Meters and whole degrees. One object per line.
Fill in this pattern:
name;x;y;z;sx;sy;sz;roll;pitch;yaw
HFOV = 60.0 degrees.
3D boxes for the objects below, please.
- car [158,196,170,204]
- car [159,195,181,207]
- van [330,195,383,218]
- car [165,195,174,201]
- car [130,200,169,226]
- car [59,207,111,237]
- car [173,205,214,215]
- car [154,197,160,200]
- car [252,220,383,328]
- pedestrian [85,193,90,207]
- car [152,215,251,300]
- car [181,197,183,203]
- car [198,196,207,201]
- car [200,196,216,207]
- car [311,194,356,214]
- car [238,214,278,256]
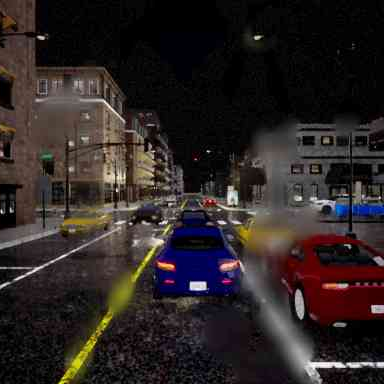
car;-5.710;1.594;67.942;2.008;1.369;4.403;0;0;0
car;-2.970;1.508;45.521;2.128;1.511;4.902;0;0;-3
van;14.652;1.413;29.163;3.998;1.788;1.690;0;0;0
car;-5.715;1.596;84.862;1.752;1.417;4.829;0;0;0
car;-3.103;1.550;24.008;2.033;1.411;5.357;0;0;0
car;-5.700;1.527;18.226;1.752;1.417;4.829;0;0;0
car;0.097;1.565;16.976;1.994;1.385;4.181;0;0;0
car;-5.708;1.579;56.549;2.008;1.369;4.403;0;0;0
car;2.684;1.544;7.000;1.887;1.381;4.507;0;0;0
pedestrian;-12.639;1.079;40.276;0.375;1.860;0.375;0;0;0
car;0.102;1.525;8.283;1.812;1.442;4.674;0;0;0
car;-3.091;1.633;59.081;1.895;1.301;4.718;0;0;0
car;2.666;1.622;85.046;2.008;1.369;4.403;-1;0;0
car;2.673;1.462;50.866;1.967;1.590;4.097;0;0;0
car;15.477;1.256;34.957;5.566;2.045;2.150;0;0;0
car;2.683;1.526;12.867;1.752;1.417;4.829;0;0;0
